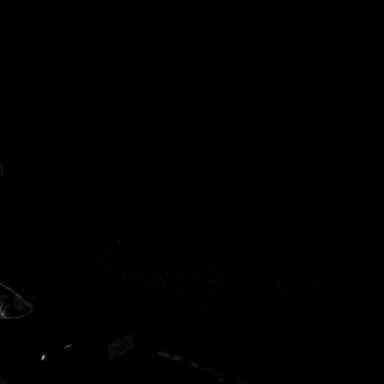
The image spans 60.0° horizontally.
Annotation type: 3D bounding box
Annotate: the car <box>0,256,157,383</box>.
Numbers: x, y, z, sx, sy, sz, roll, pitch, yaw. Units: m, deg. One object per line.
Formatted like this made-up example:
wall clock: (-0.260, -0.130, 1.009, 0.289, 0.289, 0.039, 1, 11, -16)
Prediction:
car: (-2.395, 1.565, 4.519, 4.313, 1.339, 1.947, 0, 0, 36)

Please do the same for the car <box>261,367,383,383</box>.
car: (2.090, 1.583, 1.318, 4.206, 1.307, 1.802, 0, 0, 36)
